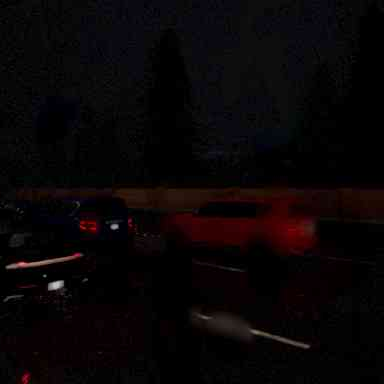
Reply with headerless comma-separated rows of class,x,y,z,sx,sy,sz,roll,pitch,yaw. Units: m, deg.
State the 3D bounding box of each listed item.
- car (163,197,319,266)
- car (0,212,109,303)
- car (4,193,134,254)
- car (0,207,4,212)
car,1.514,1.199,11.752,5.566,2.045,2.150,0,0,38
car,-4.338,1.444,7.509,4.902,1.511,2.128,1,0,39
car,-4.477,1.160,12.121,5.566,2.045,2.150,0,0,40
car,-12.613,1.398,24.426,2.033,1.411,5.357,0,0,-44
